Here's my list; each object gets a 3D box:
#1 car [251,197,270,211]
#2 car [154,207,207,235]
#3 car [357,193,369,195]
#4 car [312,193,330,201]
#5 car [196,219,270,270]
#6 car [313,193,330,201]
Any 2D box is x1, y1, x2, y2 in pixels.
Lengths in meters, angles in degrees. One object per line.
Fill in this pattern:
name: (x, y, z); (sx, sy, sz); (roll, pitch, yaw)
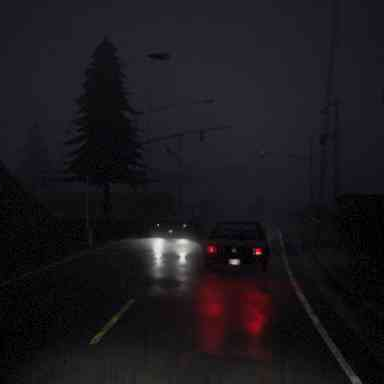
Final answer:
car: (8.465, 1.364, 40.960); (2.097, 1.767, 4.553); (0, 0, 13)
car: (-0.441, 1.553, 18.929); (2.033, 1.411, 5.357); (0, 0, 13)
car: (38.485, 1.189, 76.360); (4.605, 1.855, 1.932); (0, 0, 13)
car: (31.555, 1.146, 81.328); (3.866, 1.878, 1.905); (0, 0, 13)
car: (1.564, 1.602, 11.152); (1.895, 1.301, 4.718); (0, 0, 11)
car: (30.212, 1.427, 78.226); (3.806, 1.475, 1.970); (0, 0, 13)
